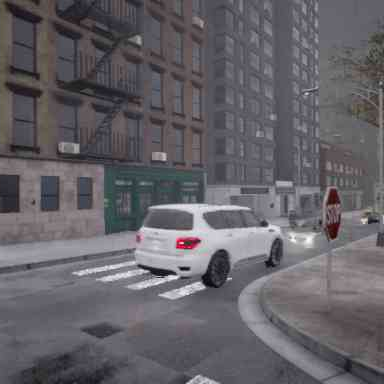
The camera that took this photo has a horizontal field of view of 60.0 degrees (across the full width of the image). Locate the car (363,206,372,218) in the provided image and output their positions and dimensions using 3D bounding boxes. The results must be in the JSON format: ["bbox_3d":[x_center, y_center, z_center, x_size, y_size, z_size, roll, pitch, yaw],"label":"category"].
[{"bbox_3d":[23.433,2.559,42.845,1.882,1.535,5.008,0,-2,39],"label":"car"}]

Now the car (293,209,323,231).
[{"bbox_3d":[8.998,2.054,24.935,2.128,1.511,4.902,0,-2,39],"label":"car"}]

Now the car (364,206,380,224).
[{"bbox_3d":[18.240,2.376,31.776,1.994,1.385,4.181,0,-2,39],"label":"car"}]

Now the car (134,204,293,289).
[{"bbox_3d":[0.815,1.387,9.984,2.150,2.045,5.566,0,-2,39],"label":"car"}]
